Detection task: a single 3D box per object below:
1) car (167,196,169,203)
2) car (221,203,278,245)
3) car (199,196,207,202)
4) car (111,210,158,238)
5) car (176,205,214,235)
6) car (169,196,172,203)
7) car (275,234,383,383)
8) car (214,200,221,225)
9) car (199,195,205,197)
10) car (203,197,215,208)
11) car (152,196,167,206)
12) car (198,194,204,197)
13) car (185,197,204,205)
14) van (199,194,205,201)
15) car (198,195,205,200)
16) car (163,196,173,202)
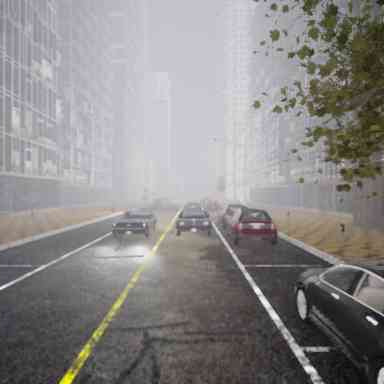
[{"bbox_3d":[-5.677,1.699,61.326,1.802,1.307,4.206,0,0,0],"label":"car"},{"bbox_3d":[2.694,1.479,15.778,1.967,1.590,4.097,0,0,0],"label":"car"},{"bbox_3d":[2.708,1.702,84.085,1.947,1.339,4.313,0,0,0],"label":"car"},{"bbox_3d":[-2.998,1.645,18.046,1.895,1.301,4.718,0,0,0],"label":"car"},{"bbox_3d":[0.102,1.647,19.169,1.895,1.301,4.718,0,0,0],"label":"car"},{"bbox_3d":[-5.675,1.672,72.711,1.887,1.381,4.507,0,0,0],"label":"car"},{"bbox_3d":[2.692,1.563,4.392,2.008,1.369,4.403,0,0,0],"label":"car"},{"bbox_3d":[2.695,1.492,21.470,1.967,1.590,4.097,0,0,0],"label":"car"},{"bbox_3d":[2.703,1.683,61.317,1.947,1.339,4.313,0,0,0],"label":"car"},{"bbox_3d":[2.700,1.640,44.240,1.887,1.381,4.507,0,0,0],"label":"car"},{"bbox_3d":[-5.678,1.655,55.632,1.887,1.381,4.507,0,0,0],"label":"car"},{"bbox_3d":[2.706,1.694,72.701,1.947,1.339,4.313,0,0,0],"label":"car"},{"bbox_3d":[0.107,1.653,40.074,1.994,1.385,4.181,0,0,0],"label":"car"},{"bbox_3d":[2.710,1.480,89.779,1.690,1.788,3.998,0,0,0],"label":"van"},{"bbox_3d":[2.711,1.581,95.470,1.967,1.590,4.097,0,0,0],"label":"car"},{"bbox_3d":[-5.674,1.698,78.403,1.947,1.339,4.313,0,0,0],"label":"car"}]
